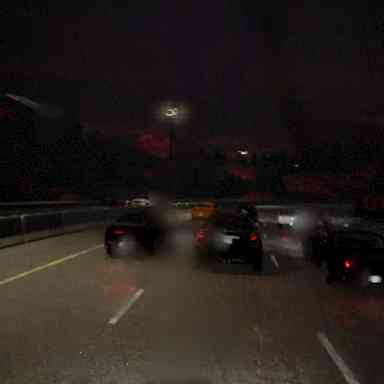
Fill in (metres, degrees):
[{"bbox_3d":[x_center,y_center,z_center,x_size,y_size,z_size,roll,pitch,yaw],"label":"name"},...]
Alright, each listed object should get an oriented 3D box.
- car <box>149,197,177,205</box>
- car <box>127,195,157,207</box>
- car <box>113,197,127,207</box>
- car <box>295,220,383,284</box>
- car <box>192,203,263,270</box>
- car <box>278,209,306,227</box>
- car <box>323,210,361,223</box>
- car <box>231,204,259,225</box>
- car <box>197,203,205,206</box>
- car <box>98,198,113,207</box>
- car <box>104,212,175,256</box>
[{"bbox_3d":[-3.795,1.814,48.458,2.033,1.411,5.357,1,0,21],"label":"car"},{"bbox_3d":[-6.931,1.437,49.997,2.150,2.045,5.566,1,0,21],"label":"car"},{"bbox_3d":[-9.778,1.528,52.253,2.097,1.767,4.553,1,-1,21],"label":"car"},{"bbox_3d":[4.563,1.760,9.932,1.895,1.301,4.718,1,-1,8],"label":"car"},{"bbox_3d":[1.311,1.462,11.714,2.097,1.767,4.553,1,0,8],"label":"car"},{"bbox_3d":[7.454,1.925,25.134,1.895,1.301,4.718,1,0,14],"label":"car"},{"bbox_3d":[10.914,1.988,24.547,1.895,1.301,4.718,1,0,14],"label":"car"},{"bbox_3d":[4.491,1.787,27.623,1.837,1.490,4.892,1,-1,14],"label":"car"},{"bbox_3d":[1.352,1.712,29.427,1.882,1.535,5.008,1,0,15],"label":"car"},{"bbox_3d":[-13.097,1.644,53.418,1.812,1.442,4.674,1,0,21],"label":"car"},{"bbox_3d":[-1.951,1.563,13.582,1.837,1.490,4.892,1,0,9],"label":"car"}]
